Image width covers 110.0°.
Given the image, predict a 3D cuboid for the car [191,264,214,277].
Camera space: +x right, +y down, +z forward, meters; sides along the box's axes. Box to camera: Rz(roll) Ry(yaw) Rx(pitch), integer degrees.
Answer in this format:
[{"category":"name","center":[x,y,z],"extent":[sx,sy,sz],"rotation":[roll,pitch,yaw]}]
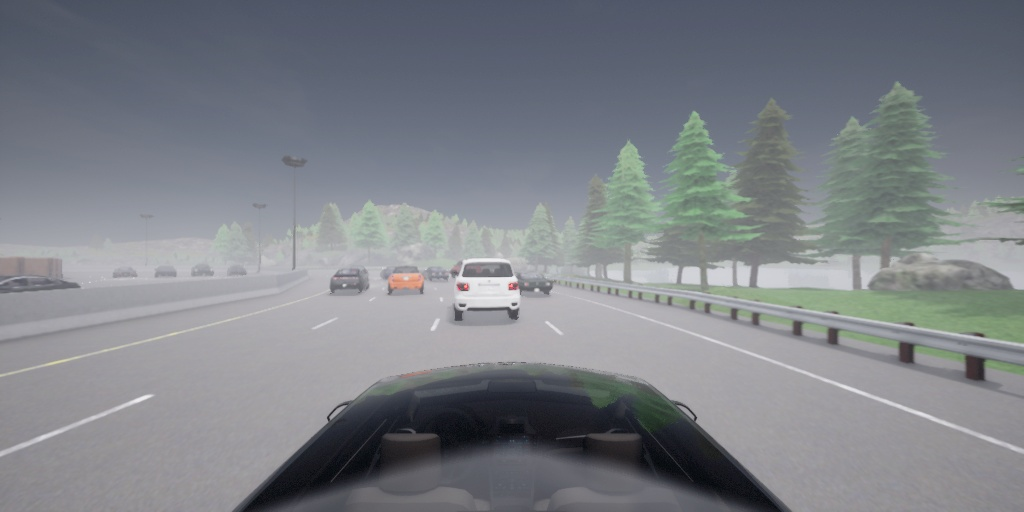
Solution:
[{"category":"car","center":[-41.251,1.852,47.811],"extent":[2.097,1.767,4.553],"rotation":[0,-1,-45]}]

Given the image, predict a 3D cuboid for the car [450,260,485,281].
[{"category":"car","center":[-4.807,1.459,38.018],"extent":[2.150,2.045,5.566],"rotation":[0,-1,-24]}]

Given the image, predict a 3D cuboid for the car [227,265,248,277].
[{"category":"car","center":[-37.753,2.013,49.251],"extent":[1.837,1.490,4.892],"rotation":[1,-1,-44]}]

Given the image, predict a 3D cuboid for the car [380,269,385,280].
[{"category":"car","center":[-13.050,1.842,38.903],"extent":[1.994,1.385,4.181],"rotation":[0,-1,-27]}]

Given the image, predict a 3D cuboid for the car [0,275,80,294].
[{"category":"car","center":[-18.910,1.460,13.156],"extent":[2.128,1.511,4.902],"rotation":[0,-1,-11]}]

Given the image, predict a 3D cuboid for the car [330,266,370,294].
[{"category":"car","center":[-10.452,1.559,23.318],"extent":[2.128,1.511,4.902],"rotation":[0,-1,-16]}]

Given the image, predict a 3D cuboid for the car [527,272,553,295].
[{"category":"car","center":[0.867,1.606,21.734],"extent":[1.895,1.301,4.718],"rotation":[0,-1,-13]}]

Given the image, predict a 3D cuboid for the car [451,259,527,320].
[{"category":"car","center":[-1.097,1.131,13.617],"extent":[2.150,2.045,5.566],"rotation":[0,-1,-8]}]

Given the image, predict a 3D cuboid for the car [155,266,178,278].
[{"category":"car","center":[-43.769,1.957,45.380],"extent":[5.008,1.535,1.882],"rotation":[-1,-1,45]}]

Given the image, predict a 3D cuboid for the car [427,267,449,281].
[{"category":"car","center":[-7.881,1.775,36.498],"extent":[2.033,1.411,5.357],"rotation":[0,-1,-24]}]

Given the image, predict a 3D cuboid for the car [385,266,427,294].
[{"category":"car","center":[-6.868,1.406,23.383],"extent":[2.097,1.767,4.553],"rotation":[0,-1,-15]}]
